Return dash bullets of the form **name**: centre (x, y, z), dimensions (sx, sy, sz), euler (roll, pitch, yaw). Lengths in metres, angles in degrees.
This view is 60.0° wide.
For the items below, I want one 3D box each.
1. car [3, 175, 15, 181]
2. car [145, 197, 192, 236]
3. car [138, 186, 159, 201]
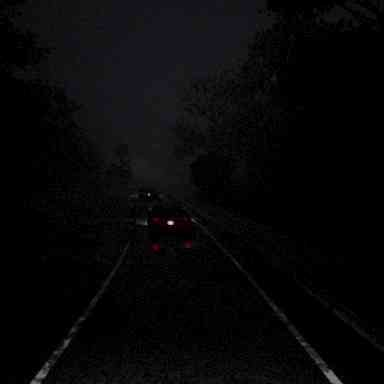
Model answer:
- **car**: centre (-38.549, -3.147, 68.653), dimensions (2.097, 1.767, 4.553), euler (3, 5, 33)
- **car**: centre (-1.174, 1.222, 16.309), dimensions (1.994, 1.385, 4.181), euler (-1, 2, -8)
- **car**: centre (-4.442, 0.059, 33.957), dimensions (1.994, 1.385, 4.181), euler (-1, 5, -9)
